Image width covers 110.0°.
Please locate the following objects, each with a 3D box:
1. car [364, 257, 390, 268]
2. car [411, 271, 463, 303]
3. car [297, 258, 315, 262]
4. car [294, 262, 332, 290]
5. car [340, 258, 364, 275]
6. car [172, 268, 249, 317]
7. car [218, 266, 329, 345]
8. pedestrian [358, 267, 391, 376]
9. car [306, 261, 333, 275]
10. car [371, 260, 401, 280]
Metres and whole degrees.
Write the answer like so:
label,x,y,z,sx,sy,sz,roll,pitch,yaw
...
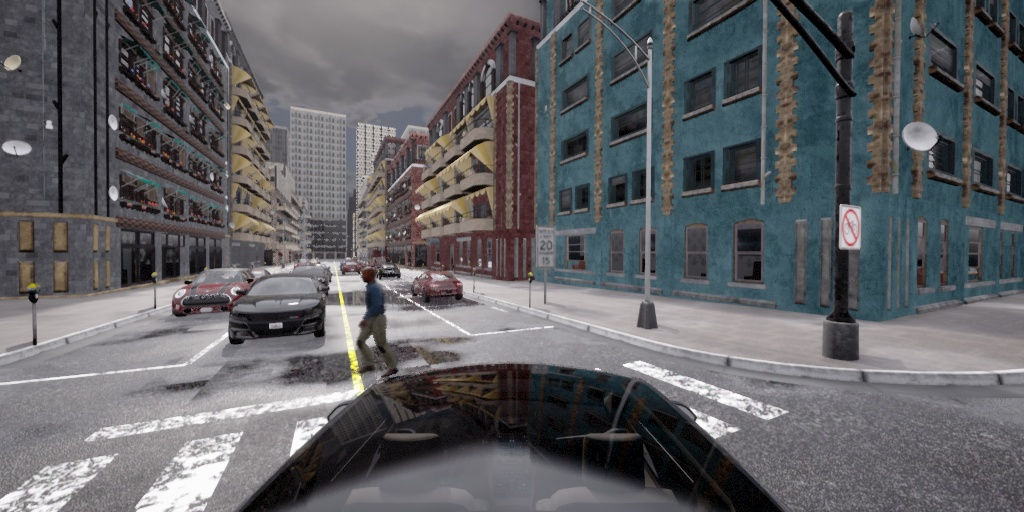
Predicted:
label,x,y,z,sx,sy,sz,roll,pitch,yaw
car,-13.432,1.047,36.532,2.192,1.841,5.009,0,0,-27
car,-3.522,1.326,16.671,1.802,1.307,4.207,0,0,-27
car,-27.905,1.161,47.892,1.967,1.591,4.097,0,0,-27
car,-10.623,1.245,18.775,1.837,1.490,4.892,0,0,-27
car,-17.418,1.256,38.908,1.812,1.442,4.674,0,0,-26
car,-10.569,1.182,13.132,1.967,1.591,4.097,0,0,-27
car,-6.205,1.223,9.905,1.882,1.535,5.008,0,0,-27
pedestrian,-2.234,1.042,5.812,0.375,1.860,0.375,-1,1,-26
car,-15.059,1.299,27.675,1.994,1.385,4.181,0,0,-27
car,-10.956,1.301,31.566,1.948,1.339,4.313,0,0,-27
